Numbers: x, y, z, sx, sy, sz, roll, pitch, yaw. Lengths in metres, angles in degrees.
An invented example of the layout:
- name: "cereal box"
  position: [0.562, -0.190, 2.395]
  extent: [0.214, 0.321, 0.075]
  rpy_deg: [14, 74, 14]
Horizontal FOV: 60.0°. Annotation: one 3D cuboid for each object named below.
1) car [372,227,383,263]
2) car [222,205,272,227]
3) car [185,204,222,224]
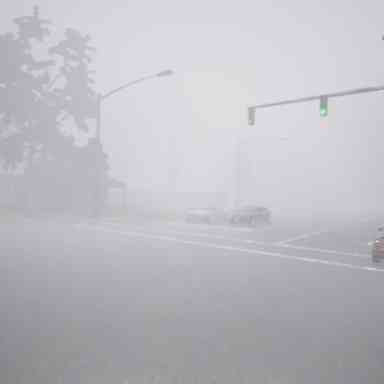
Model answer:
- name: "car"
  position: [7.899, 1.807, 12.254]
  extent: [1.812, 1.442, 4.674]
  rpy_deg: [1, 0, 36]
- name: "car"
  position: [4.611, 1.790, 25.762]
  extent: [1.837, 1.490, 4.892]
  rpy_deg: [1, 0, 36]
- name: "car"
  position: [1.380, 1.741, 27.268]
  extent: [1.812, 1.442, 4.674]
  rpy_deg: [1, 0, 36]
